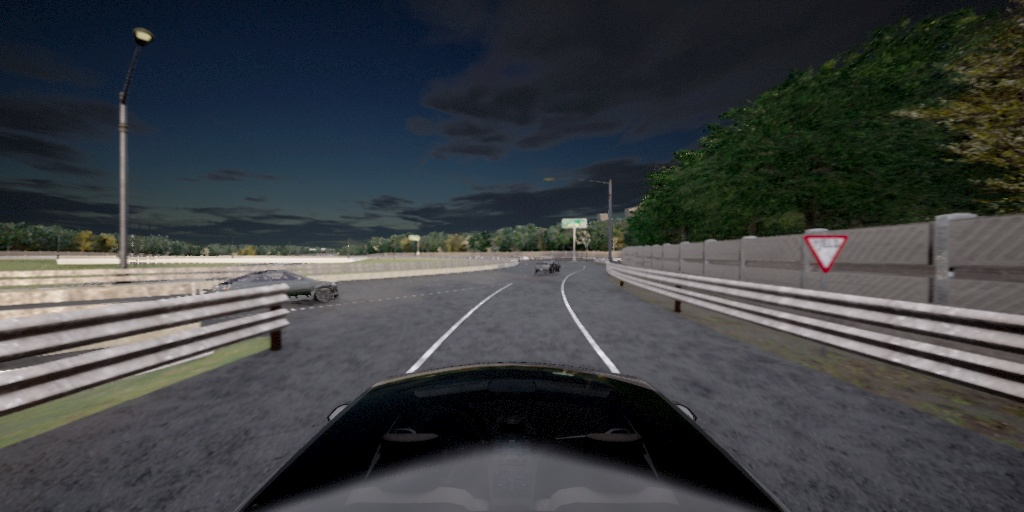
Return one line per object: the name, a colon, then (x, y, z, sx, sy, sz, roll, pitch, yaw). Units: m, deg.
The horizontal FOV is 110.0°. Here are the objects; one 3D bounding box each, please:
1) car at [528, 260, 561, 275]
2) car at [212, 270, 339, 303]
car: (3.785, 1.125, 37.564, 2.128, 1.511, 4.902, 0, 0, 22)
car: (-9.241, 1.259, 14.282, 1.994, 1.385, 4.181, 0, 0, 36)
